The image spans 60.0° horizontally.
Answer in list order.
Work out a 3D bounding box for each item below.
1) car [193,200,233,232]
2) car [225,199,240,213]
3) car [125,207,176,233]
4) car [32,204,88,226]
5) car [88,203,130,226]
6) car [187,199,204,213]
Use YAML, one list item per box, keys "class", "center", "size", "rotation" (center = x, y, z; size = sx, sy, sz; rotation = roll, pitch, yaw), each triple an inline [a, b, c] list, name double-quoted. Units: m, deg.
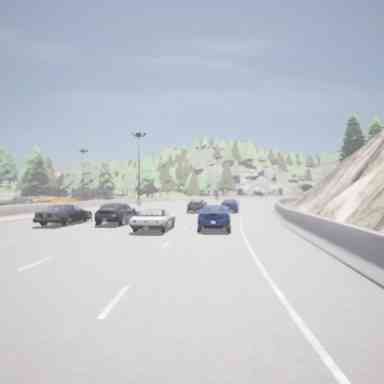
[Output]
- class: "car"
  center: [1.424, 1.499, 20.379]
  size: [1.882, 1.535, 5.008]
  rotation: [0, 0, 6]
- class: "car"
  center: [4.411, 1.520, 38.078]
  size: [1.882, 1.535, 5.008]
  rotation: [0, 0, 12]
- class: "car"
  center: [-2.179, 1.614, 19.803]
  size: [1.895, 1.301, 4.718]
  rotation: [0, 0, 6]
- class: "car"
  center: [-8.834, 1.550, 23.181]
  size: [2.033, 1.411, 5.357]
  rotation: [0, 0, 7]
- class: "car"
  center: [-5.231, 1.515, 23.469]
  size: [1.837, 1.490, 4.892]
  rotation: [0, 0, 7]
- class: "car"
  center: [0.713, 1.526, 37.511]
  size: [2.128, 1.511, 4.902]
  rotation: [0, 0, 12]
